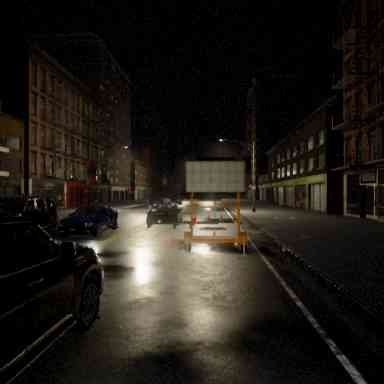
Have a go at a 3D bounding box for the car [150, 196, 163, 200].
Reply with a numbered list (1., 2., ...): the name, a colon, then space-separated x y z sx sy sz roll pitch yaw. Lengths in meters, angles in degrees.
1. car: -6.245 1.481 58.441 1.882 1.535 5.008 0 0 4

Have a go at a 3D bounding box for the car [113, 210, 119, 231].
1. car: -5.410 1.476 17.996 1.882 1.535 5.008 0 0 3

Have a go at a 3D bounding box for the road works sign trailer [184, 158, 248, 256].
1. road works sign trailer: 0.911 0.464 13.088 2.380 3.560 2.880 0 0 3

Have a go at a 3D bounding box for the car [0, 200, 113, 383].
1. car: -2.799 1.220 3.697 2.150 2.045 5.566 0 0 3

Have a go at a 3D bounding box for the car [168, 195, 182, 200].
1. car: -2.955 1.356 58.939 2.097 1.767 4.553 0 0 4

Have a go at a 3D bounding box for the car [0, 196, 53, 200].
1. car: -8.749 1.220 16.625 2.150 2.045 5.566 0 0 3

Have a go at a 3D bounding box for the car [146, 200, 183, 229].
1. car: -1.728 1.490 21.771 2.128 1.511 4.902 0 0 3
